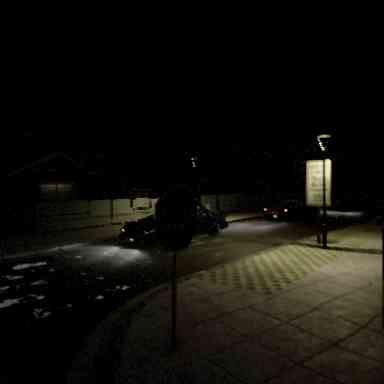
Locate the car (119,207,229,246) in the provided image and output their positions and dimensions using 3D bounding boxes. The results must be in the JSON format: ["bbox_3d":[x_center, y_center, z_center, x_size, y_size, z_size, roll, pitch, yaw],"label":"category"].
[{"bbox_3d":[-0.519,1.348,14.508,2.033,1.411,5.357,0,1,42],"label":"car"}]

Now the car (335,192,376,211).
[{"bbox_3d":[14.683,0.796,29.824,5.008,1.535,1.882,-2,1,-41],"label":"car"}]

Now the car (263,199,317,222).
[{"bbox_3d":[6.726,1.160,22.317,1.895,1.301,4.718,0,1,45],"label":"car"}]
